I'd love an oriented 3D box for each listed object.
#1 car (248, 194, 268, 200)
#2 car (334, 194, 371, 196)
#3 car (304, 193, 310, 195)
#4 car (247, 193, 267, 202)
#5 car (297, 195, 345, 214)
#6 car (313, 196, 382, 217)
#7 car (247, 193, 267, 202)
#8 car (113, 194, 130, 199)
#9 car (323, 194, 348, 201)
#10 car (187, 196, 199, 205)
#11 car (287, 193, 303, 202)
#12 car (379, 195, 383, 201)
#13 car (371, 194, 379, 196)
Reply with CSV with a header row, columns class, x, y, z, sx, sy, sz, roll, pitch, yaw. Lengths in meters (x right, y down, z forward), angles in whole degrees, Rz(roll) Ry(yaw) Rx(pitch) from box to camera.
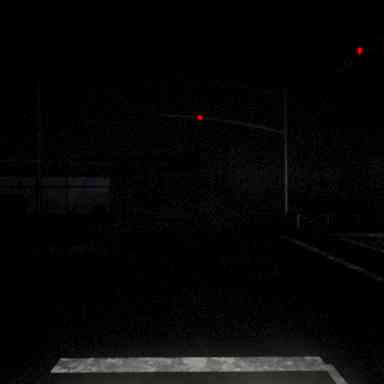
class,x,y,z,sx,sy,sz,roll,pitch,yaw
car,18.099,1.301,91.523,4.902,1.511,2.128,0,0,0
car,20.635,1.304,43.183,3.633,1.501,1.845,0,0,0
car,20.639,1.279,53.176,4.514,1.523,2.007,0,0,0
car,13.424,1.052,68.893,3.866,1.878,1.905,0,0,0
car,13.005,1.319,31.309,5.027,1.636,2.152,0,0,0
car,13.069,1.329,28.172,4.514,1.523,2.007,0,0,0
car,12.825,1.338,65.566,3.806,1.475,1.970,0,0,0
car,-19.436,1.300,91.485,4.674,1.442,1.812,0,0,0
car,31.289,1.272,72.614,4.514,1.523,2.007,0,0,0
car,0.228,1.484,59.203,1.837,1.490,4.892,0,0,0
car,21.304,1.074,65.635,4.605,1.855,1.932,0,0,0
car,38.699,1.131,62.562,5.027,1.636,2.152,0,0,0
car,38.352,1.207,68.978,3.806,1.475,1.970,0,0,0
